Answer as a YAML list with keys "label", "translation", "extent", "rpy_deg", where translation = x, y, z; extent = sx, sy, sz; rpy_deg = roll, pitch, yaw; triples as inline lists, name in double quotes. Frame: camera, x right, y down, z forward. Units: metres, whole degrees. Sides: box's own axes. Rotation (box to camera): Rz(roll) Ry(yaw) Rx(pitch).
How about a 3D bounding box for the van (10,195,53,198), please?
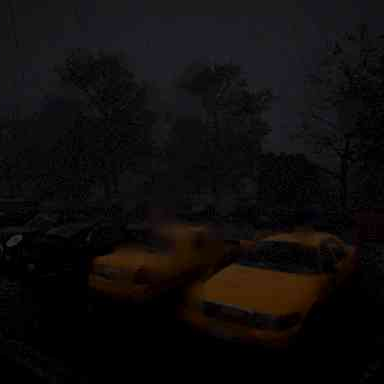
- label: "van"
  translation: [-17.131, 1.414, 36.754]
  extent: [1.878, 1.987, 4.442]
  rpy_deg: [0, 0, 36]

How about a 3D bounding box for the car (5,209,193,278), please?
- label: "car"
  translation: [-2.346, 1.501, 9.789]
  extent: [2.231, 1.521, 4.892]
  rpy_deg: [0, 0, 36]

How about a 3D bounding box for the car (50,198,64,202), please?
- label: "car"
  translation: [-12.609, 1.608, 33.338]
  extent: [2.097, 1.535, 5.008]
  rpy_deg: [0, 0, 36]

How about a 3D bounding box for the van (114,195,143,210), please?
- label: "van"
  translation: [-3.692, 1.321, 26.760]
  extent: [1.878, 1.987, 4.442]
  rpy_deg: [0, 0, 36]

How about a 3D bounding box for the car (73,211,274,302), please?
- label: "car"
  translation: [0.010, 1.494, 8.324]
  extent: [1.946, 1.575, 5.366]
  rpy_deg: [0, 0, 36]

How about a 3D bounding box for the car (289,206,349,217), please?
- label: "car"
  translation: [7.514, 1.522, 18.845]
  extent: [2.163, 1.488, 4.792]
  rpy_deg: [0, 0, 36]

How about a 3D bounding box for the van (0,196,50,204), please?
- label: "van"
  translation: [-9.027, 1.312, 14.766]
  extent: [1.878, 1.987, 4.442]
  rpy_deg: [0, 0, 36]

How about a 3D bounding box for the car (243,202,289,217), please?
- label: "car"
  translation: [5.375, 1.524, 20.391]
  extent: [2.163, 1.488, 4.792]
  rpy_deg: [0, 0, 36]

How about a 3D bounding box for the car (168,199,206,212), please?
- label: "car"
  translation: [0.871, 1.517, 23.614]
  extent: [2.097, 1.535, 5.008]
  rpy_deg: [0, 0, 36]

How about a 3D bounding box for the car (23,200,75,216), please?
- label: "car"
  translation: [-14.951, 1.664, 35.039]
  extent: [2.002, 1.452, 4.674]
  rpy_deg: [0, 0, 36]

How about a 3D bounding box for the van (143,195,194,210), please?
- label: "van"
  translation: [-1.310, 1.306, 25.327]
  extent: [1.878, 1.987, 4.442]
  rpy_deg: [0, 0, 36]

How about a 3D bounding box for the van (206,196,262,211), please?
- label: "van"
  translation: [3.062, 1.278, 21.891]
  extent: [1.878, 1.987, 4.442]
  rpy_deg: [0, 0, 35]

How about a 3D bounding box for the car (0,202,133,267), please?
- label: "car"
  translation: [-4.578, 1.384, 11.447]
  extent: [2.185, 1.767, 4.553]
  rpy_deg: [0, 0, 36]

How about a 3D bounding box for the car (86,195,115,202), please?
- label: "car"
  translation: [-5.885, 1.311, 28.453]
  extent: [2.435, 2.045, 5.566]
  rpy_deg: [0, 0, 36]

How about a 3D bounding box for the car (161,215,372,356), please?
- label: "car"
  translation: [1.943, 1.497, 6.470]
  extent: [1.946, 1.575, 5.366]
  rpy_deg: [0, 0, 36]

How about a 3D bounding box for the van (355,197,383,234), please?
- label: "van"
  translation: [9.812, 1.269, 17.294]
  extent: [1.878, 1.987, 4.442]
  rpy_deg: [0, 0, 36]

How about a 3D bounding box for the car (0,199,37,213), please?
- label: "car"
  translation: [-21.592, 1.669, 39.826]
  extent: [2.097, 1.535, 5.008]
  rpy_deg: [0, 0, 36]

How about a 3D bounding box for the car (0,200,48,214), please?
- label: "car"
  translation: [-19.343, 1.694, 38.206]
  extent: [2.002, 1.452, 4.674]
  rpy_deg: [0, 0, 36]
